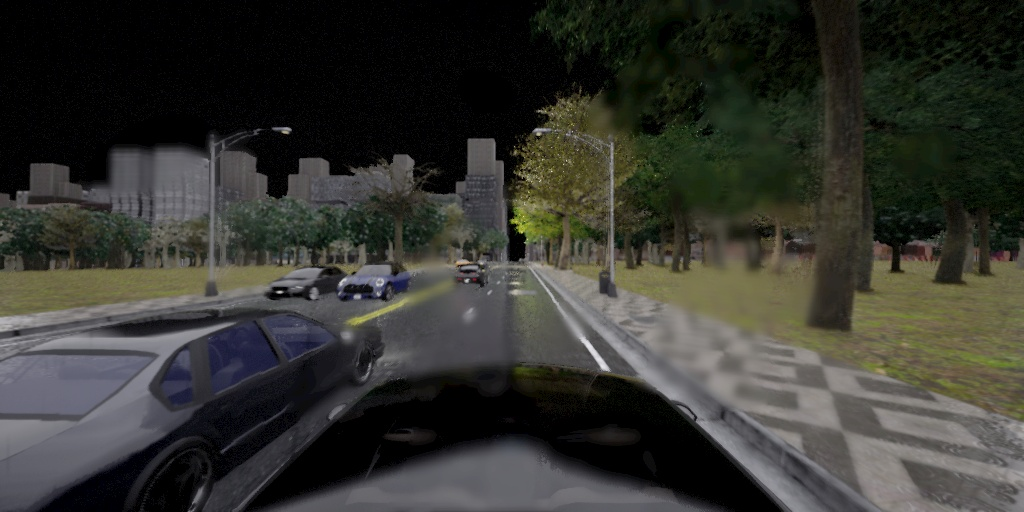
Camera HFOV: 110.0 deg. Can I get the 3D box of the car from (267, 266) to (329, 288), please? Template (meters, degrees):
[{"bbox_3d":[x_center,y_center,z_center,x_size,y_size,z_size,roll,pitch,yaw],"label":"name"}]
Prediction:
[{"bbox_3d":[-9.516,1.245,17.211,1.837,1.490,4.892,0,0,2],"label":"car"}]

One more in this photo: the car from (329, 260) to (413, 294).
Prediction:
[{"bbox_3d":[-6.272,1.093,16.949,2.097,1.767,4.553,0,0,2],"label":"car"}]

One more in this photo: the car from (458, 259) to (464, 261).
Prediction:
[{"bbox_3d":[-8.265,1.324,59.966,1.882,1.535,5.008,0,0,2],"label":"car"}]

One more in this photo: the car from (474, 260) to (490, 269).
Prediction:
[{"bbox_3d":[-5.008,1.394,59.847,2.033,1.411,5.357,0,0,2],"label":"car"}]

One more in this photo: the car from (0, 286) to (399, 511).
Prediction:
[{"bbox_3d":[-3.182,1.295,3.861,2.033,1.411,5.357,0,0,2],"label":"car"}]

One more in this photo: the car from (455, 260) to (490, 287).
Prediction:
[{"bbox_3d":[-2.623,1.251,24.178,1.837,1.490,4.892,0,0,2],"label":"car"}]
